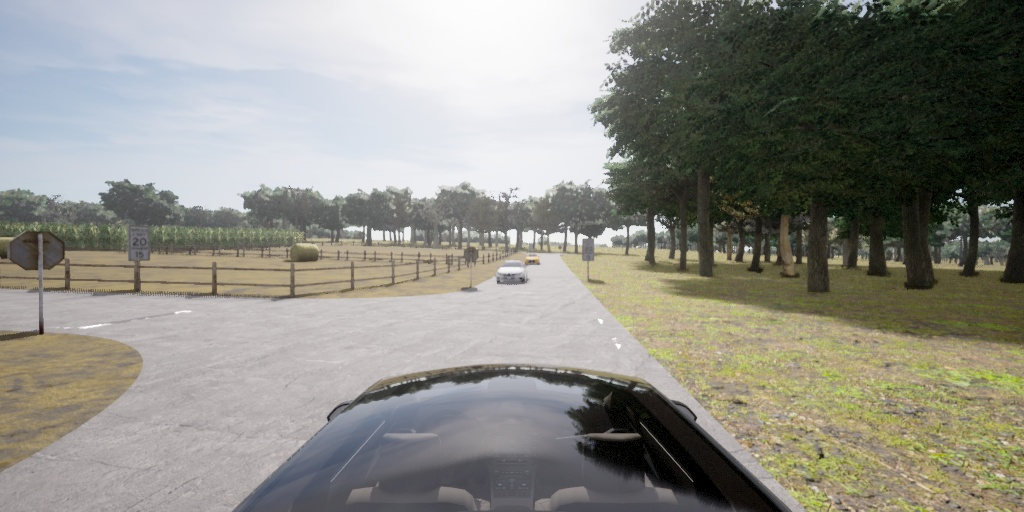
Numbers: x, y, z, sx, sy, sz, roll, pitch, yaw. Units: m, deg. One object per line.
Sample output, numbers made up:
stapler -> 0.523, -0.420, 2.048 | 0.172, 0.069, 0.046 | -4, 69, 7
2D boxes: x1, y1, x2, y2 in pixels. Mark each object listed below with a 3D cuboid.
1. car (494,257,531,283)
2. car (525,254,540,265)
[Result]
car -> 0.066, 1.033, 24.830 | 1.812, 1.442, 4.674 | 0, 1, 6
car -> 2.967, 0.401, 51.337 | 1.882, 1.535, 5.008 | 0, 2, 6
